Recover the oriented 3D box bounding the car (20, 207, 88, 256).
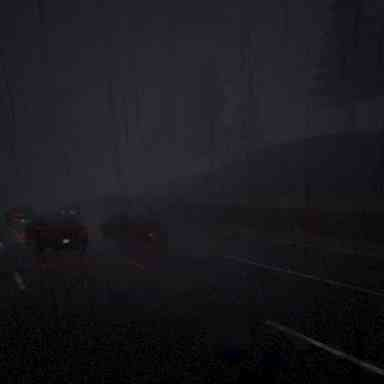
[{"bbox_3d":[-5.912,1.650,14.205,1.882,1.535,5.008,1,-1,-32],"label":"car"}]

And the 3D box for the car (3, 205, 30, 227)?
[{"bbox_3d":[-13.399,1.800,25.867,1.837,1.490,4.892,1,-1,-32],"label":"car"}]

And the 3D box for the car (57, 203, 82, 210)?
[{"bbox_3d":[-10.396,1.689,27.674,2.097,1.767,4.553,1,-1,-32],"label":"car"}]

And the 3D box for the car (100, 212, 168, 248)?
[{"bbox_3d":[-2.966,1.695,16.095,1.882,1.535,5.008,1,-1,-32],"label":"car"}]
